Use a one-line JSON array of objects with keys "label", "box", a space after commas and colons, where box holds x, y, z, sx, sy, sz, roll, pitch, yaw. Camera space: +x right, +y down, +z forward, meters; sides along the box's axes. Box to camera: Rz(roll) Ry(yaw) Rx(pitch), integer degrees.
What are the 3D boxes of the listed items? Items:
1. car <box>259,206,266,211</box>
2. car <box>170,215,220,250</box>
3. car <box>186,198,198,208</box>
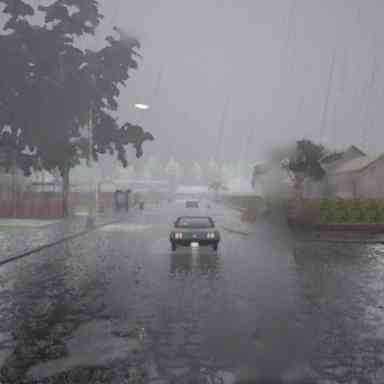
[{"label": "car", "box": [8.891, 1.519, 30.788, 5.357, 1.415, 2.033, 0, 0, 3]}, {"label": "car", "box": [0.104, 1.679, 14.658, 1.895, 1.301, 4.718, 0, 0, 0]}, {"label": "car", "box": [0.011, 1.754, 52.186, 1.882, 1.535, 5.008, 0, 0, 0]}]
